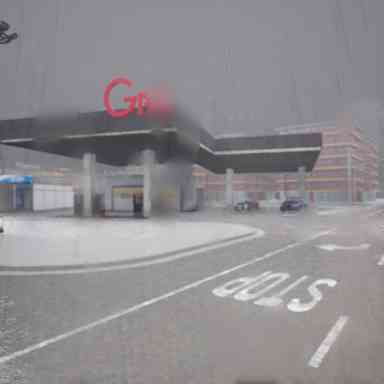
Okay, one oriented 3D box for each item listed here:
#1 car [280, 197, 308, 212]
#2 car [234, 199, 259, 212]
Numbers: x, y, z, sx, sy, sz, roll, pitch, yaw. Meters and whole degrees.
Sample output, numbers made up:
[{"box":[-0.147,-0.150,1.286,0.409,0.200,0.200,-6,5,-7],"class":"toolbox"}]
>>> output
[{"box":[11.962,1.432,38.832,2.242,1.667,4.611,-1,0,36],"class":"car"},{"box":[6.835,1.655,41.530,1.970,1.475,3.806,-1,0,36],"class":"car"}]
